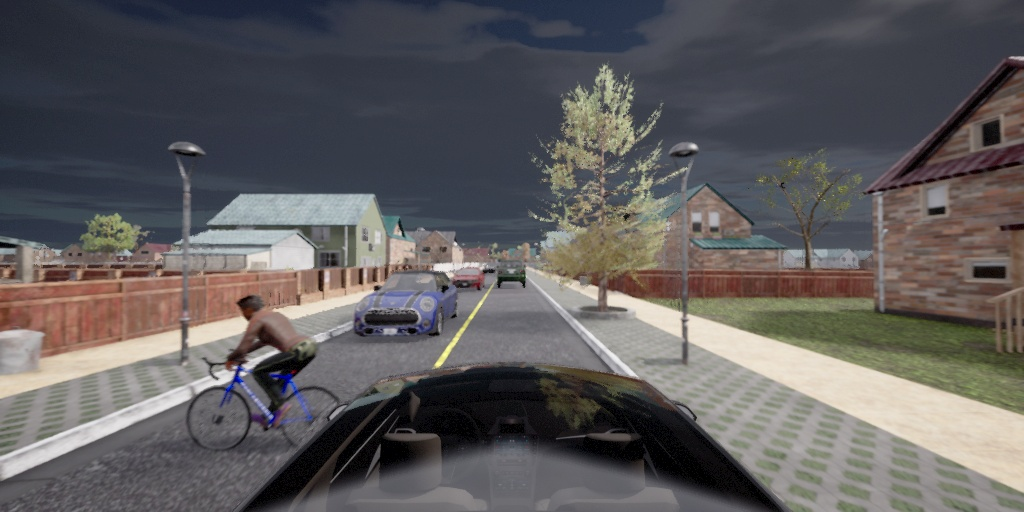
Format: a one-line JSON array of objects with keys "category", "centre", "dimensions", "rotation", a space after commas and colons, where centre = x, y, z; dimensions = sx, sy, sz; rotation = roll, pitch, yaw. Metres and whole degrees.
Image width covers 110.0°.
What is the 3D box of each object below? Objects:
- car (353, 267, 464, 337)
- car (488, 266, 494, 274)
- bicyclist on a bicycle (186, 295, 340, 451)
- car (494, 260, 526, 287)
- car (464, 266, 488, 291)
[{"category": "car", "centre": [-2.889, 1.219, 10.722], "dimensions": [2.097, 1.767, 4.553], "rotation": [0, -1, 0]}, {"category": "car", "centre": [-3.099, 2.009, 49.564], "dimensions": [1.895, 1.301, 4.718], "rotation": [0, -1, 0]}, {"category": "bicyclist on a bicycle", "centre": [-2.561, 1.228, 3.731], "dimensions": [1.656, 1.620, 0.582], "rotation": [0, -1, 0]}, {"category": "car", "centre": [-0.039, 1.324, 28.506], "dimensions": [2.150, 2.045, 5.566], "rotation": [0, -1, 0]}, {"category": "car", "centre": [-2.938, 1.534, 24.929], "dimensions": [1.882, 1.535, 5.008], "rotation": [0, -1, 0]}]
